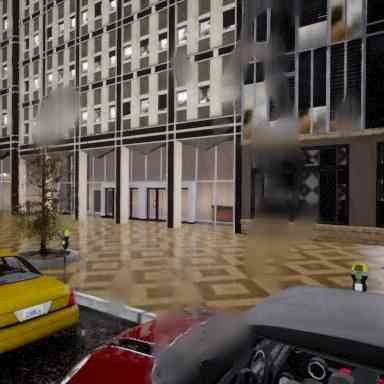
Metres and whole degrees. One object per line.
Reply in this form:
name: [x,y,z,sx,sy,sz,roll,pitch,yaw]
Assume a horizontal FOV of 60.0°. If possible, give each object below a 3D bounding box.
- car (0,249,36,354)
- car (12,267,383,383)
car: [-3.943,1.524,5.678,4.829,1.417,1.752,0,1,36]
car: [0.822,1.440,2.278,4.097,1.590,1.967,0,1,36]
